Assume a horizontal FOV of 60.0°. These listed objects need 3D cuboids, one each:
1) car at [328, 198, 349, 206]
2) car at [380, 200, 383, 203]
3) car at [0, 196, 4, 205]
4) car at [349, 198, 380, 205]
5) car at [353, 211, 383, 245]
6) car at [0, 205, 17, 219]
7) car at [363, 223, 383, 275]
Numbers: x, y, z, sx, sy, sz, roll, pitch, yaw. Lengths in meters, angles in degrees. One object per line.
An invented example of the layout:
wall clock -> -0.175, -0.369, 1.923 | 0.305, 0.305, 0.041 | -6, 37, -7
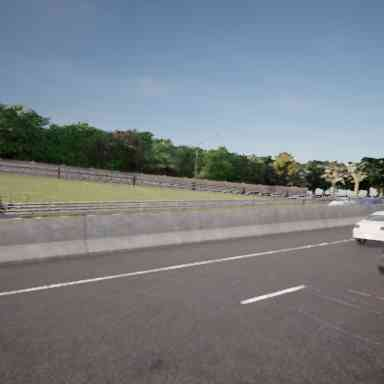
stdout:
car -> 20.018, 1.531, 44.078 | 4.674, 1.442, 1.812 | 0, 0, -35
car -> 24.082, 1.509, 38.383 | 4.892, 1.490, 1.837 | 0, 0, -35
car -> -14.115, 1.225, 19.721 | 5.566, 2.045, 2.150 | 0, 0, -35
car -> 22.023, 1.483, 41.212 | 5.008, 1.535, 1.882 | 0, 0, -35
car -> 8.757, 1.533, 14.303 | 4.674, 1.442, 1.812 | 0, 0, -36
car -> -10.017, 1.494, 14.046 | 4.902, 1.511, 2.128 | 0, 0, -35
car -> 6.939, 1.553, 8.702 | 5.357, 1.411, 2.033 | 0, 0, -36
